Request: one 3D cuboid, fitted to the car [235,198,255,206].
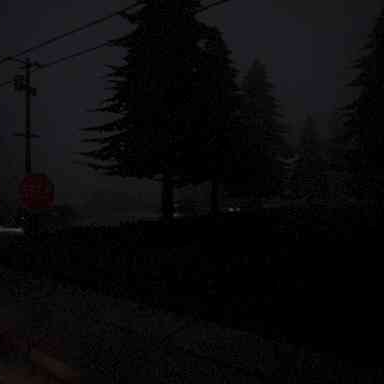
[{"bbox_3d":[8.247,1.695,47.035,1.812,1.442,4.674,0,0,34],"label":"car"}]

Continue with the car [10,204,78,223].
[{"bbox_3d":[-10.873,1.681,24.694,1.837,1.490,4.892,0,1,33],"label":"car"}]

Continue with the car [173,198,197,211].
[{"bbox_3d":[-1.370,1.540,39.080,2.097,1.767,4.553,0,0,34],"label":"car"}]

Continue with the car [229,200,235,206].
[{"bbox_3d":[7.896,1.651,52.949,2.033,1.411,5.357,0,0,33],"label":"car"}]

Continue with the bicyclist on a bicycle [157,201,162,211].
[{"bbox_3d":[-2.028,1.436,24.512,1.656,1.620,0.582,-1,0,33],"label":"bicyclist on a bicycle"}]
